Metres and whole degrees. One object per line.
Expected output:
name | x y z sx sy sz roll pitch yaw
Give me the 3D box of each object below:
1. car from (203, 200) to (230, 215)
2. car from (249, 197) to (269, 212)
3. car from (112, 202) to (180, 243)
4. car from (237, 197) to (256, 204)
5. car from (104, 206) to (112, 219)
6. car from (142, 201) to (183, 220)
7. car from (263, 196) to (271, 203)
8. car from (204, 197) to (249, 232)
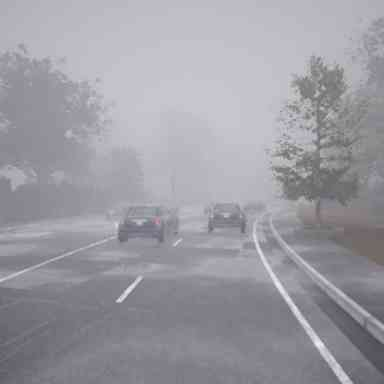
car | 2.728 1.639 35.997 1.994 1.385 4.181 -1 0 18
car | 7.447 1.611 38.966 1.895 1.301 4.718 -1 0 20
car | -1.973 1.388 16.411 2.097 1.767 4.553 0 0 8
car | 11.419 1.767 69.426 2.033 1.411 5.357 -2 -1 33
car | -6.334 1.650 30.789 2.128 1.511 4.902 -1 -1 15
car | -2.647 1.666 31.261 2.033 1.411 5.357 -1 0 15
car | 14.764 1.643 68.158 1.812 1.442 4.674 -2 -1 35
car | 2.255 1.370 20.379 2.097 1.767 4.553 0 0 10
